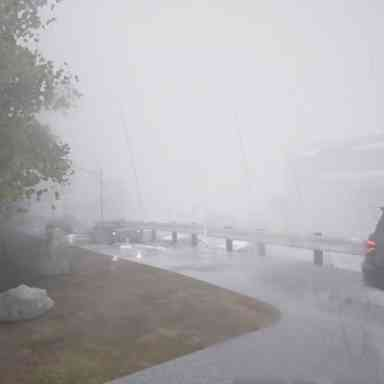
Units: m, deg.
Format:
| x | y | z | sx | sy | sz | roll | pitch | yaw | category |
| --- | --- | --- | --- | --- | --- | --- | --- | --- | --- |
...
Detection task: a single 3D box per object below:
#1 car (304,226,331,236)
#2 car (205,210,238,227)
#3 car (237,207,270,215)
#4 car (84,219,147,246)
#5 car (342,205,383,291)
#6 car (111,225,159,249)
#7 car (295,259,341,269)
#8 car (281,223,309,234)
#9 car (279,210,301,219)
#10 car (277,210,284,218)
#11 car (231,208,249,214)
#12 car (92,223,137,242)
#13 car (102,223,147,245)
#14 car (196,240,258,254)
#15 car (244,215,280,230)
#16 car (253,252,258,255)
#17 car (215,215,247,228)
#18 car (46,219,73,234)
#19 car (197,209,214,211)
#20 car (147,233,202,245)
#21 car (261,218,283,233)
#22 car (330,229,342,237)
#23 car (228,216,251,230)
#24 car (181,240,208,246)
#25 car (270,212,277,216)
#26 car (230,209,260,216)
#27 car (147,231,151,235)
| x | y | z | sx | sy | sz | roll | pitch | yaw | category |
| --- | --- | --- | --- | --- | --- | --- | --- | --- | --- |
| 14.005 | 4.527 | 35.257 | 2.163 | 1.488 | 4.792 | 0 | 0 | 36 | car |
| 4.146 | 4.243 | 50.022 | 2.435 | 2.045 | 5.566 | 0 | 0 | 36 | car |
| 13.125 | 4.948 | 71.554 | 5.566 | 2.045 | 2.435 | 1 | 0 | 36 | car |
| -4.811 | 2.498 | 20.356 | 1.895 | 1.301 | 4.718 | -1 | -4 | -33 | car |
| 5.454 | 1.211 | 4.836 | 2.150 | 2.045 | 5.566 | 0 | 0 | -33 | car |
| -5.747 | 4.551 | 34.218 | 2.185 | 1.767 | 4.553 | -1 | 1 | 36 | car |
| 6.044 | 4.428 | 16.670 | 2.435 | 2.045 | 5.566 | -1 | 1 | 36 | car |
| 12.349 | 4.498 | 37.697 | 2.231 | 1.521 | 4.892 | 0 | 0 | 36 | car |
| 23.039 | 5.319 | 78.385 | 4.553 | 1.767 | 2.185 | 1 | 0 | 36 | car |
| 18.086 | 5.328 | 74.963 | 5.008 | 1.535 | 2.097 | 1 | 0 | 36 | car |
| 13.590 | 5.355 | 93.945 | 4.553 | 1.767 | 2.185 | 0 | -2 | 36 | car |
| -9.086 | 4.676 | 39.266 | 2.231 | 1.521 | 4.892 | -1 | 1 | 36 | car |
| -7.384 | 4.549 | 36.778 | 2.185 | 1.767 | 4.553 | 0 | 1 | 36 | car |
| 2.645 | 4.428 | 21.648 | 2.435 | 2.045 | 5.566 | 0 | 1 | 36 | car |
| 9.086 | 4.370 | 42.637 | 2.185 | 1.767 | 4.553 | 0 | 0 | 36 | car |
| 4.363 | 4.680 | 19.163 | 2.231 | 1.521 | 4.892 | 0 | 1 | 36 | car |
| 5.779 | 4.535 | 47.534 | 2.002 | 1.452 | 4.674 | 0 | 0 | 36 | car |
| -13.346 | 3.487 | 33.300 | 1.837 | 1.490 | 4.892 | -1 | -4 | -33 | car |
| 2.424 | 5.214 | 86.246 | 4.892 | 1.521 | 2.231 | 0 | -2 | 36 | car |
| -0.679 | 4.426 | 26.724 | 2.435 | 2.045 | 5.566 | -1 | 1 | 36 | car |
| 10.605 | 4.493 | 39.999 | 1.946 | 1.575 | 5.366 | 0 | 0 | 36 | car |
| 15.630 | 4.498 | 32.775 | 2.097 | 1.535 | 5.008 | 0 | 0 | 37 | car |
| 7.426 | 4.496 | 45.077 | 2.231 | 1.521 | 4.892 | 0 | 0 | 36 | car |
| 1.008 | 4.707 | 24.215 | 2.163 | 1.488 | 4.792 | -1 | 1 | 36 | car |
| 15.584 | 5.306 | 73.263 | 4.674 | 1.452 | 2.002 | 1 | 0 | 36 | car |
| 10.747 | 5.125 | 69.754 | 5.366 | 1.575 | 1.946 | 2 | 0 | 36 | car |
| -4.061 | 4.552 | 31.703 | 2.185 | 1.767 | 4.553 | -1 | 1 | 36 | car |
